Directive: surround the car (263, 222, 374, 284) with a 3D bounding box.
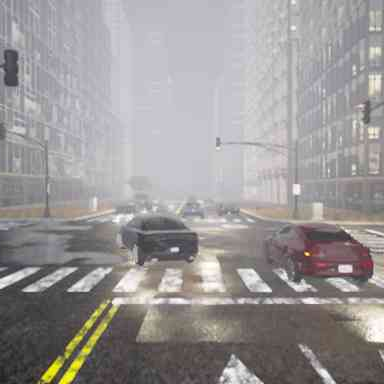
[{"bbox_3d":[3.348,1.582,9.566,1.812,1.442,4.674,0,-2,0],"label":"car"}]

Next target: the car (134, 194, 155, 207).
[{"bbox_3d":[-6.573,1.229,43.614,2.150,2.045,5.566,0,0,0],"label":"car"}]

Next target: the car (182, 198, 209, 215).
[{"bbox_3d":[0.112,1.559,29.433,2.033,1.411,5.357,0,0,0],"label":"car"}]

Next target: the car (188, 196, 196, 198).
[{"bbox_3d":[0.003,1.506,64.871,1.837,1.490,4.892,0,0,0],"label":"car"}]

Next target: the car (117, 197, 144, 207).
[{"bbox_3d":[-6.589,1.572,34.581,1.994,1.385,4.181,0,0,0],"label":"car"}]

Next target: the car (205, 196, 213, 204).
[{"bbox_3d":[3.254,1.493,65.856,2.128,1.511,4.902,0,0,0],"label":"car"}]

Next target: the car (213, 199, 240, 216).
[{"bbox_3d":[3.356,1.610,32.098,1.895,1.301,4.718,0,0,0],"label":"car"}]

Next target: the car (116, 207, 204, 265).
[{"bbox_3d":[-1.427,1.548,12.131,1.882,1.535,5.008,2,0,-22],"label":"car"}]

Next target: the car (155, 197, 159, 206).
[{"bbox_3d":[-6.498,1.531,53.754,1.812,1.442,4.674,0,0,0],"label":"car"}]
